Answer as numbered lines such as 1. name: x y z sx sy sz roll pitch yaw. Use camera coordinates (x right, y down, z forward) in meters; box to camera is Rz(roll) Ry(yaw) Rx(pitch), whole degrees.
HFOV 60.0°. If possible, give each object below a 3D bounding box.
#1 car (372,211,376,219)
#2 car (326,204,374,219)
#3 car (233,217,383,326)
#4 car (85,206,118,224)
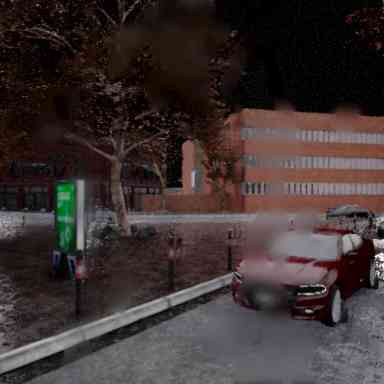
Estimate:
1. car: 11.779 1.816 18.291 4.181 1.385 1.994 1 -1 -45
2. car: 15.951 1.999 33.301 4.902 1.511 2.128 0 0 -13
3. car: 2.786 1.556 7.563 1.882 1.535 5.008 0 -1 38
4. car: -7.577 1.884 27.622 4.181 1.385 1.994 0 0 -21
